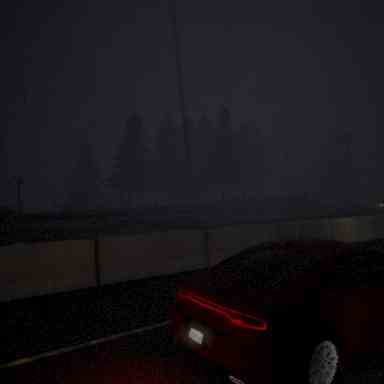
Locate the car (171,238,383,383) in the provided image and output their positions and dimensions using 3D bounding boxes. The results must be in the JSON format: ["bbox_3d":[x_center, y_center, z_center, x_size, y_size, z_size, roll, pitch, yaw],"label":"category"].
[{"bbox_3d":[2.058,1.477,5.217,5.008,1.535,1.882,0,0,-36],"label":"car"}]
